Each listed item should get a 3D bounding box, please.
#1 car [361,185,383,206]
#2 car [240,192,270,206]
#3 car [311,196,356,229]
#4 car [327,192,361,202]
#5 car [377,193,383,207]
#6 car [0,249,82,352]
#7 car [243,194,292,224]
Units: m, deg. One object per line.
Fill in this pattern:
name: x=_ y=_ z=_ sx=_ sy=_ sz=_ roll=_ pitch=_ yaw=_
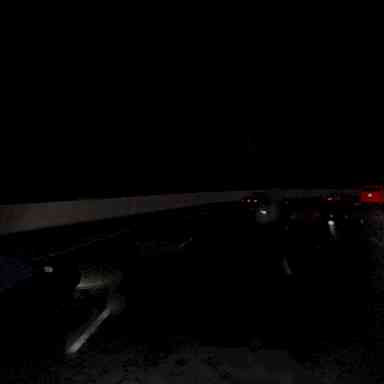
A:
car: x=18.310 y=0.353 z=32.178 sx=5.566 sy=2.045 sz=2.150 roll=-1 pitch=2 yaw=-41
car: x=6.264 y=0.743 z=29.788 sx=2.033 sy=1.411 sz=5.357 roll=1 pitch=2 yaw=37
car: x=7.570 y=1.114 z=17.956 sx=1.895 sy=1.301 sz=4.718 roll=1 pitch=2 yaw=24
car: x=14.961 y=0.655 z=33.675 sx=4.181 sy=1.385 sz=1.994 roll=-1 pitch=2 yaw=-43
car: x=10.880 y=1.039 z=16.694 sx=2.128 sy=1.511 sz=4.902 roll=1 pitch=2 yaw=24
car: x=-3.182 y=1.432 z=4.146 sx=2.033 sy=1.411 sz=5.357 roll=0 pitch=2 yaw=2
car: x=4.714 y=1.029 z=19.792 sx=1.994 sy=1.385 sz=4.181 roll=1 pitch=2 yaw=24
